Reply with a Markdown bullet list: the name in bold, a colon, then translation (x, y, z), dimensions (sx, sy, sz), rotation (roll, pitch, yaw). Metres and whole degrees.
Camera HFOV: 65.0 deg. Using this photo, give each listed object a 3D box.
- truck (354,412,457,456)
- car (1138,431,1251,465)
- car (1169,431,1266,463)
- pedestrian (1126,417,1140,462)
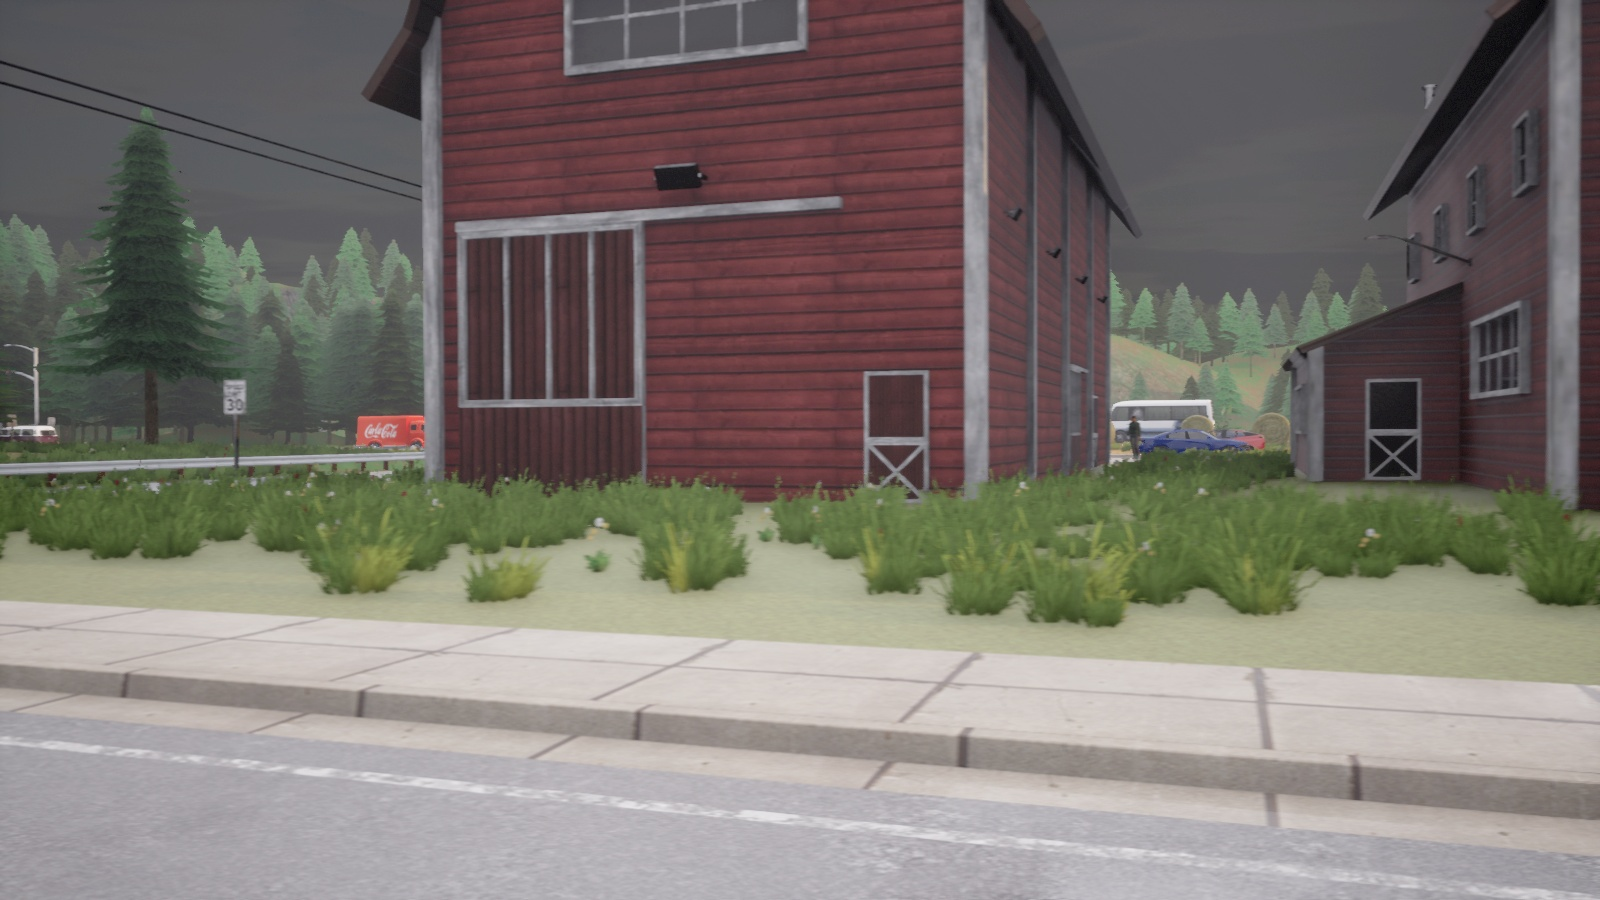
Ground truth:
- **truck**: translation (-23.102, -0.952, 73.602), dimensions (5.204, 2.467, 2.627), rotation (1, 1, 19)
- **car**: translation (18.690, -0.106, 59.570), dimensions (5.008, 1.535, 1.882), rotation (1, 1, 19)
- **car**: translation (20.777, -0.177, 62.559), dimensions (4.514, 1.525, 2.007), rotation (0, 1, 19)
- **pedestrian**: translation (13.619, -0.432, 51.399), dimensions (0.353, 1.847, 0.614), rotation (1, 1, 34)
